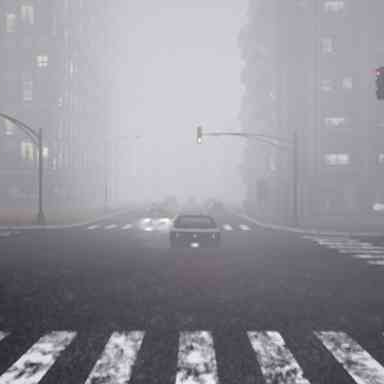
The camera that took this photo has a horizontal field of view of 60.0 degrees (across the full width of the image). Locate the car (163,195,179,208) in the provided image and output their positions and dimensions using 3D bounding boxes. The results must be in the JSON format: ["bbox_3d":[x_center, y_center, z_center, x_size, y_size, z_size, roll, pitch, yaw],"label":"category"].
[{"bbox_3d":[-3.075,1.334,48.390,2.097,1.767,4.553,0,0,0],"label":"car"}]

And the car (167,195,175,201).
[{"bbox_3d":[-5.684,1.533,89.235,1.887,1.381,4.507,0,0,0],"label":"car"}]

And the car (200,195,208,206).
[{"bbox_3d":[2.694,1.532,49.694,2.008,1.369,4.403,0,0,0],"label":"car"}]

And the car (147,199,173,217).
[{"bbox_3d":[-3.097,1.585,31.464,1.895,1.301,4.718,0,0,0],"label":"car"}]

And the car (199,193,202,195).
[{"bbox_3d":[2.696,1.568,83.585,1.802,1.307,4.206,0,0,0],"label":"car"}]

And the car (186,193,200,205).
[{"bbox_3d":[0.004,1.459,58.960,1.882,1.535,5.008,0,0,0],"label":"car"}]

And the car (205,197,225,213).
[{"bbox_3d":[2.744,1.565,36.777,1.802,1.307,4.206,0,0,0],"label":"car"}]

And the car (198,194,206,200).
[{"bbox_3d":[2.697,1.428,89.234,1.967,1.590,4.097,0,0,0],"label":"car"}]

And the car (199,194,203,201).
[{"bbox_3d":[2.695,1.532,55.342,2.008,1.369,4.403,0,0,0],"label":"car"}]

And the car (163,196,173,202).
[{"bbox_3d":[-5.684,1.535,77.937,2.008,1.369,4.403,0,0,0],"label":"car"}]

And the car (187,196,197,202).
[{"bbox_3d":[0.006,1.410,69.408,1.895,1.301,4.718,0,0,0],"label":"car"}]

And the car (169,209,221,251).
[{"bbox_3d":[0.123,1.625,14.240,1.895,1.301,4.718,1,0,0],"label":"car"}]
